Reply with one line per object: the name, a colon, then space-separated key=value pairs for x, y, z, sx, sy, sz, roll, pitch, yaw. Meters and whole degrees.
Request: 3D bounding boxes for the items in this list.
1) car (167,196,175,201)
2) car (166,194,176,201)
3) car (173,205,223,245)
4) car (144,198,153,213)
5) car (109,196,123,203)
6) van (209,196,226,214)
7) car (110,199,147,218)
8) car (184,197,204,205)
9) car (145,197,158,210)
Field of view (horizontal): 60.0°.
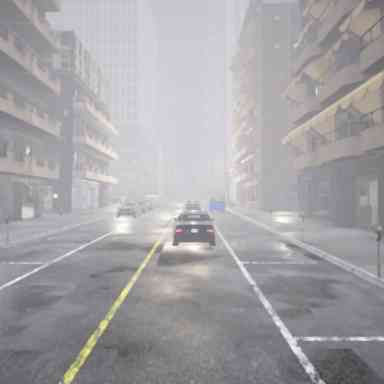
car: x=-5.694 y=1.676 z=90.513 sx=1.802 sy=1.307 sz=4.206 roll=1 pitch=0 yaw=0
car: x=-5.689 y=1.528 z=84.938 sx=1.967 sy=1.590 sz=4.097 roll=1 pitch=0 yaw=0
car: x=0.093 y=1.565 z=15.523 sx=2.033 sy=1.411 sz=5.357 roll=0 pitch=0 yaw=0
car: x=-5.650 y=1.620 z=35.791 sx=1.802 sy=1.307 sz=4.206 roll=1 pitch=0 yaw=0
car: x=-16.504 y=1.570 z=69.516 sx=4.097 sy=1.590 sz=1.967 roll=0 pitch=-1 yaw=0
van: x=2.701 y=1.380 z=35.845 sx=1.690 sy=1.788 sz=3.998 roll=1 pitch=0 yaw=0
car: x=-5.649 y=1.583 z=30.250 sx=2.008 sy=1.369 sz=4.403 roll=1 pitch=0 yaw=0
car: x=0.092 y=1.588 z=38.188 sx=2.033 sy=1.411 sz=5.357 roll=0 pitch=0 yaw=0
car: x=-5.651 y=1.610 z=41.331 sx=1.947 sy=1.339 sz=4.313 roll=1 pitch=0 yaw=0
